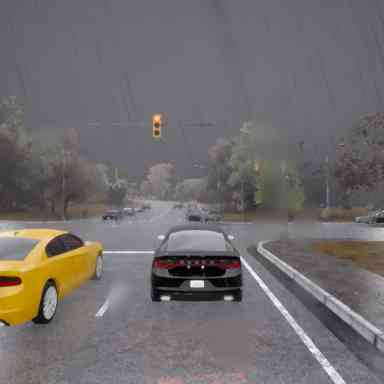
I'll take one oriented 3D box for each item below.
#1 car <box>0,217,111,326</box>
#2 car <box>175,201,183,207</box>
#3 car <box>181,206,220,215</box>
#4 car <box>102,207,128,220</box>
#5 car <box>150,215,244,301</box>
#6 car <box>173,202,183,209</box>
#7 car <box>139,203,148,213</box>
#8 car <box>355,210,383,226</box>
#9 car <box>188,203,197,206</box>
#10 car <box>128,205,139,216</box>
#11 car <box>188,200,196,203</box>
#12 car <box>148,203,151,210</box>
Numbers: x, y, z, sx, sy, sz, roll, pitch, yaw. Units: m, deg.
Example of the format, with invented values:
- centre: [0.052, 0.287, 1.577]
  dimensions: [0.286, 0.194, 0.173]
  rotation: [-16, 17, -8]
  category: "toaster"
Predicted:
- centre: [-3.404, 1.542, 7.274]
  dimensions: [1.882, 1.535, 5.008]
  rotation: [0, -1, 0]
  category: "car"
- centre: [-3.417, 3.163, 86.728]
  dimensions: [1.994, 1.385, 4.181]
  rotation: [0, 0, -3]
  category: "car"
- centre: [1.158, 2.614, 36.024]
  dimensions: [2.128, 1.511, 4.902]
  rotation: [1, -2, -31]
  category: "car"
- centre: [-10.507, 3.000, 44.739]
  dimensions: [2.033, 1.411, 5.357]
  rotation: [0, -2, 1]
  category: "car"
- centre: [0.104, 1.565, 8.515]
  dimensions: [1.882, 1.535, 5.008]
  rotation: [0, -1, 0]
  category: "car"
- centre: [-3.322, 3.180, 76.660]
  dimensions: [1.837, 1.490, 4.892]
  rotation: [0, 0, 0]
  category: "car"
- centre: [-10.391, 3.243, 64.715]
  dimensions: [2.128, 1.511, 4.902]
  rotation: [0, 0, 1]
  category: "car"
- centre: [18.135, 2.433, 31.737]
  dimensions: [4.902, 1.511, 2.128]
  rotation: [0, -2, -2]
  category: "car"
- centre: [0.251, 3.317, 64.865]
  dimensions: [1.994, 1.385, 4.181]
  rotation: [0, 0, 0]
  category: "car"
- centre: [-10.457, 3.209, 54.610]
  dimensions: [1.812, 1.442, 4.674]
  rotation: [0, -1, 0]
  category: "car"
- centre: [0.097, 2.971, 86.562]
  dimensions: [2.097, 1.767, 4.553]
  rotation: [0, 0, -3]
  category: "car"
- centre: [-10.325, 3.227, 75.295]
  dimensions: [2.033, 1.411, 5.357]
  rotation: [0, 0, 0]
  category: "car"
